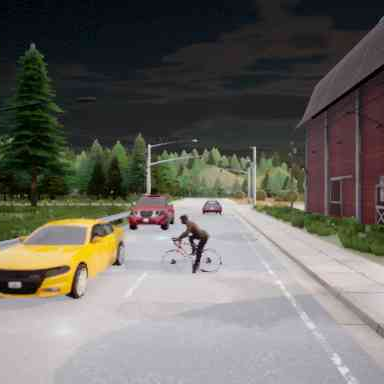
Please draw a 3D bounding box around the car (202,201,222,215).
[{"bbox_3d":[2.092,1.563,34.369,1.994,1.385,4.181,0,0,4],"label":"car"}]

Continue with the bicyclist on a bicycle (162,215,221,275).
[{"bbox_3d":[-0.036,1.450,9.129,1.656,1.620,0.582,-2,0,3],"label":"bicyclist on a bicycle"}]

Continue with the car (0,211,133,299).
[{"bbox_3d":[-3.166,1.477,8.724,1.882,1.535,5.008,0,0,4],"label":"car"}]

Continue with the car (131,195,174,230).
[{"bbox_3d":[-2.405,1.222,21.226,2.150,2.045,5.566,0,0,3],"label":"car"}]
